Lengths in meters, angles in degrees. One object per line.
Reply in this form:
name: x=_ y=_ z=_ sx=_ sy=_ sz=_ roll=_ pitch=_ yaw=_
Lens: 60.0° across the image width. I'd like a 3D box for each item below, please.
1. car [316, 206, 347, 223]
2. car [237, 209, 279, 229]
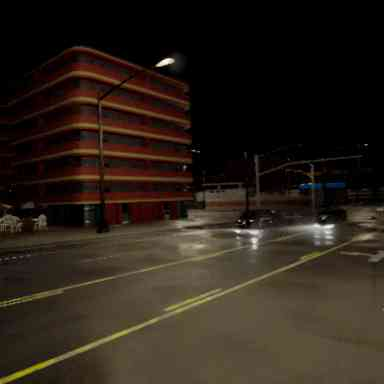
car: x=13.412 y=2.134 z=31.892 sx=2.128 sy=1.511 sz=4.902 roll=-3 pitch=-2 yaw=40
car: x=5.643 y=2.219 z=28.097 sx=1.837 sy=1.490 sz=4.892 roll=-3 pitch=-3 yaw=40
